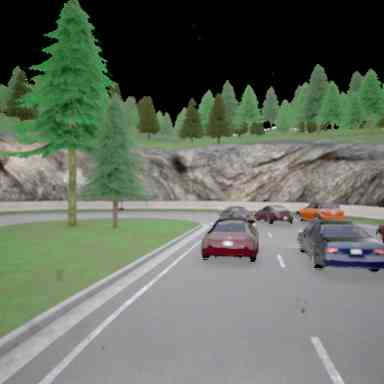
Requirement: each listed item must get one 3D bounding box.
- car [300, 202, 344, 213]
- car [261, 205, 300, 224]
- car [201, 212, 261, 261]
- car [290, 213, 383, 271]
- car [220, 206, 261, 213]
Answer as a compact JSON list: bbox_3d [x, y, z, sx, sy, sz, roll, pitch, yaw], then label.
[{"bbox_3d":[10.177,1.616,26.723,2.097,1.767,4.553,0,-1,-8],"label":"car"},{"bbox_3d":[6.591,1.794,27.100,1.812,1.442,4.674,0,0,-10],"label":"car"},{"bbox_3d":[1.567,1.694,12.970,1.994,1.385,4.181,0,-1,11],"label":"car"},{"bbox_3d":[4.819,1.661,11.336,2.033,1.411,5.357,0,-1,10],"label":"car"},{"bbox_3d":[3.332,1.802,25.666,2.033,1.411,5.357,0,-1,-6],"label":"car"}]
